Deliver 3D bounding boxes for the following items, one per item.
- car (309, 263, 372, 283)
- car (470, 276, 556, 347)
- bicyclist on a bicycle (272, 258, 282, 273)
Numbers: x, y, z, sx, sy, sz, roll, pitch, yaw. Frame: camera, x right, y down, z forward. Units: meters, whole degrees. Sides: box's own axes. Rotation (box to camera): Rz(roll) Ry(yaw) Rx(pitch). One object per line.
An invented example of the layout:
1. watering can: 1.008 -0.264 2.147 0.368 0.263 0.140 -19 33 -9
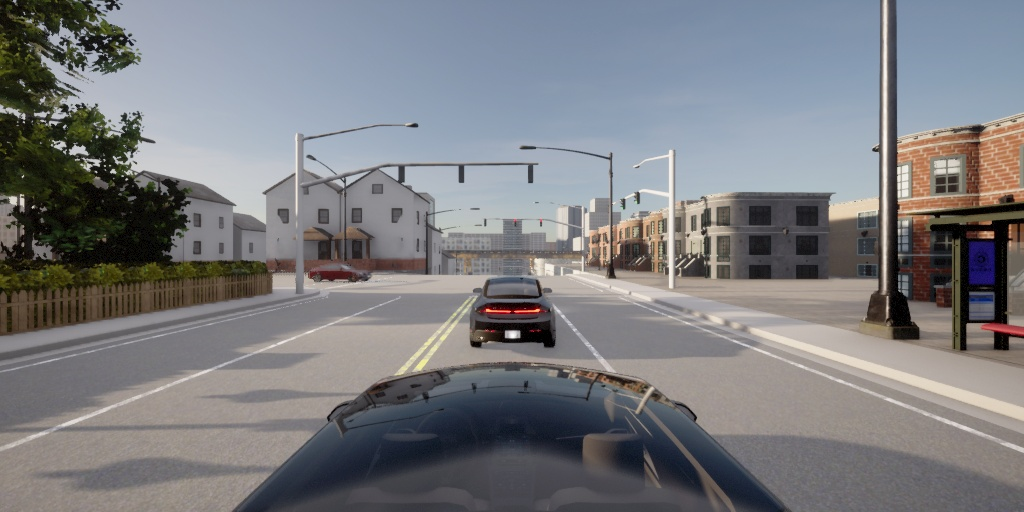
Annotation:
1. car: -13.065 1.276 27.363 4.674 1.442 1.812 0 0 9
2. car: 0.015 1.255 9.291 1.837 1.490 4.892 0 0 0
3. bicyclist on a bicycle: -25.503 1.053 38.848 0.582 1.620 1.656 0 0 0
